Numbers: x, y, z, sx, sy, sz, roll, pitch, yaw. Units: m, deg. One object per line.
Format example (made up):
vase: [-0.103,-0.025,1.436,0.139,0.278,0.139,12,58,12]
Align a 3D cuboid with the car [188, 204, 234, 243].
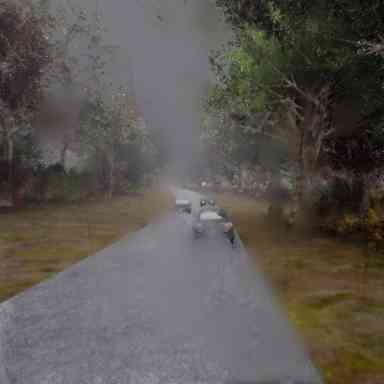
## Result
car: [1.005,1.500,15.840,1.812,1.442,4.674,0,0,4]

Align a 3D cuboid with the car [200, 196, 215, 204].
car: [1.991,1.228,44.341,1.895,1.301,4.718,0,2,0]

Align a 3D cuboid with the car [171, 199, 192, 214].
car: [-0.964,1.405,33.300,1.812,1.442,4.674,0,1,3]
